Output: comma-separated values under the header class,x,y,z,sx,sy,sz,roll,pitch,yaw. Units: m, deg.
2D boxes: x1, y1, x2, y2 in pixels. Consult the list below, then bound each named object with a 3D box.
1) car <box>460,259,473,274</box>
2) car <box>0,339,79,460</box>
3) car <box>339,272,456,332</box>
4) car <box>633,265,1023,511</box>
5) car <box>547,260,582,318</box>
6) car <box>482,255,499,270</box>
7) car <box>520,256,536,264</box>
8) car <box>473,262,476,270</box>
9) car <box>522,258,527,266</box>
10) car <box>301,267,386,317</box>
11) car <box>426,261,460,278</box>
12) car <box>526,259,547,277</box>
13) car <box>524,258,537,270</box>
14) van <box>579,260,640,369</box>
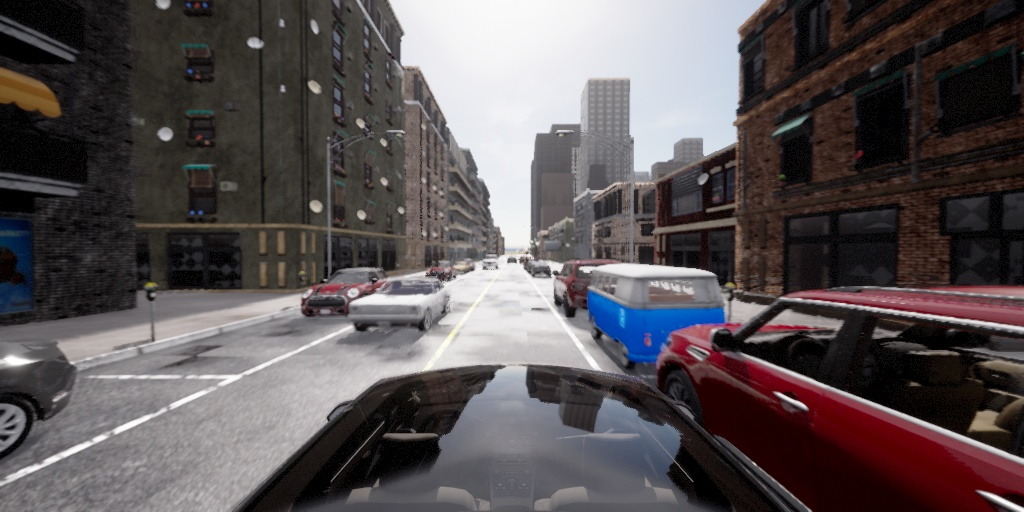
class,x,y,z,sx,sy,sz,roll,pitch,yaw
car,-5.684,1.194,39.411,1.751,1.417,4.829,0,0,0
car,-5.691,1.300,2.122,2.007,1.370,4.403,0,0,0
car,-3.099,1.332,10.870,1.895,1.301,4.718,0,0,0
car,2.689,1.064,2.113,2.192,1.841,5.009,0,0,0
car,2.692,1.041,12.928,2.192,1.841,5.009,0,0,0
car,-3.063,0.862,51.202,2.150,2.045,5.566,0,0,0
car,2.666,0.957,50.789,2.192,1.841,5.009,0,0,0
car,-5.683,1.095,45.161,1.967,1.591,4.097,0,0,0
car,2.664,1.221,45.210,1.948,1.339,4.313,0,0,0
car,-5.689,1.166,12.936,1.967,1.591,4.097,0,0,0
car,-5.686,1.131,29.158,1.967,1.591,4.097,0,0,0
car,2.696,1.240,34.058,2.007,1.370,4.403,0,0,0
car,2.664,1.234,39.630,1.948,1.339,4.313,0,0,0
van,2.691,1.079,7.520,1.690,1.789,3.998,0,0,0
